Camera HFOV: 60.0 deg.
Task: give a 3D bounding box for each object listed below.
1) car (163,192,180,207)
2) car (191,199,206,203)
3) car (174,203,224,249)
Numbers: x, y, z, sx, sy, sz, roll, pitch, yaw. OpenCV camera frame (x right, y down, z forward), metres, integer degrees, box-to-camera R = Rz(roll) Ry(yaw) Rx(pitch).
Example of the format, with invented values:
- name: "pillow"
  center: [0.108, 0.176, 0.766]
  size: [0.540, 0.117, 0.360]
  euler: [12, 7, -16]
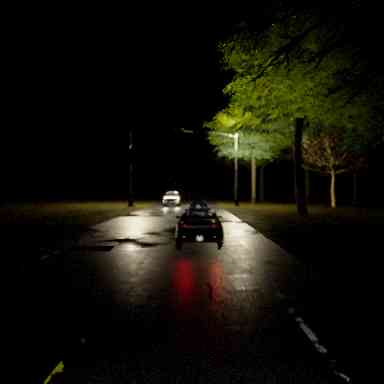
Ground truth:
- name: "car"
  center: [-2.822, 0.993, 46.398]
  size: [2.150, 2.045, 5.566]
  euler: [0, 1, 1]
- name: "car"
  center: [0.626, 1.410, 33.674]
  size: [2.033, 1.411, 5.357]
  euler: [0, 0, 1]
- name: "car"
  center: [0.320, 1.438, 14.224]
  size: [2.128, 1.511, 4.902]
  euler: [0, 0, 1]
